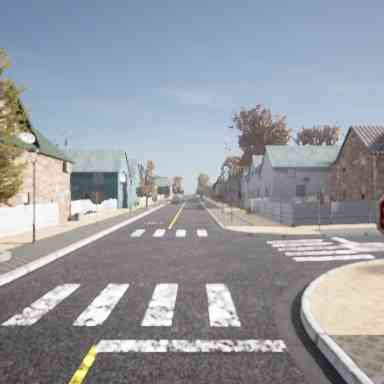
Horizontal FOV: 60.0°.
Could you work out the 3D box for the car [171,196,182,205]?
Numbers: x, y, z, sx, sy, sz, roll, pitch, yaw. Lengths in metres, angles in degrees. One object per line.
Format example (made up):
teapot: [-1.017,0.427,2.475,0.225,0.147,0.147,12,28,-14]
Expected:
car: [-2.847,1.553,60.601,1.837,1.490,4.892,0,0,0]
